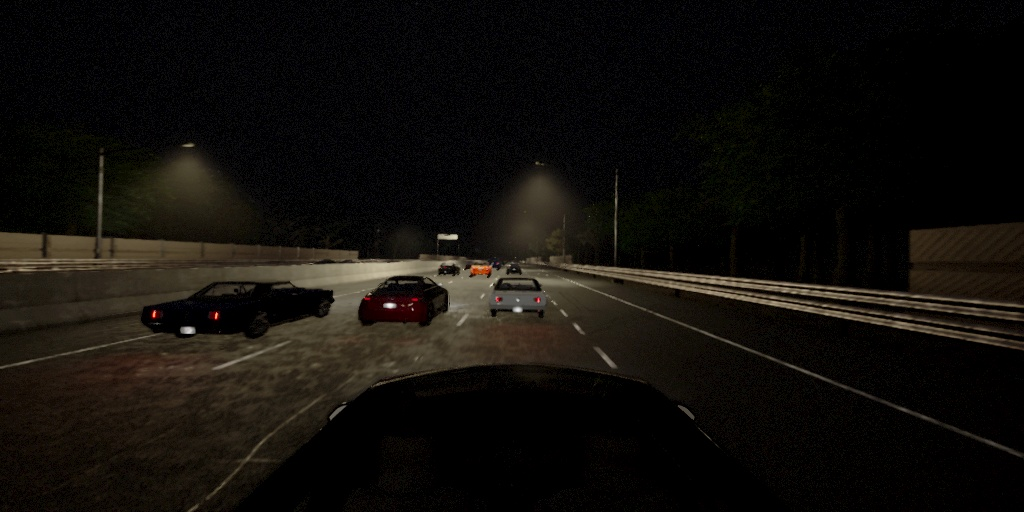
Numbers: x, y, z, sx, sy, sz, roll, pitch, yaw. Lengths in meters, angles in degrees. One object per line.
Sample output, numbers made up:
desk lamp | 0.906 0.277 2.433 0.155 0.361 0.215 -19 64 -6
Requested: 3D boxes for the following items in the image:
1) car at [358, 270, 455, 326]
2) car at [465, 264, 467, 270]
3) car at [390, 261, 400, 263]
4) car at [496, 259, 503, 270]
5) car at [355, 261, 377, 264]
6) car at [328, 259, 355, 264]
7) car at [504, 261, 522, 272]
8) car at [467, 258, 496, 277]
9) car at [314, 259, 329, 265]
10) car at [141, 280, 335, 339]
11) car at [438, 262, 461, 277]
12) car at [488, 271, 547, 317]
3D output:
car | -3.307 1.333 11.737 1.994 1.385 4.181 1 0 0
car | -6.711 1.684 59.739 2.033 1.411 5.357 1 -1 0
car | -17.254 1.431 52.767 2.033 1.411 5.357 1 -1 1
car | -3.196 1.451 62.782 2.150 2.045 5.566 1 -1 0
car | -20.757 1.386 52.797 1.994 1.385 4.181 1 -1 1
car | -24.241 1.308 52.757 2.033 1.411 5.357 1 -1 1
car | 0.281 1.718 48.685 1.994 1.385 4.181 1 -1 0
car | -3.228 1.350 38.677 2.097 1.767 4.553 1 -1 0
car | -27.733 1.233 53.563 1.812 1.442 4.674 1 -1 1
car | -6.812 1.292 9.785 1.895 1.301 4.718 1 0 0
car | -6.730 1.430 38.767 2.128 1.511 4.902 1 -1 0
car | 0.203 1.447 13.724 1.895 1.301 4.718 1 0 0
